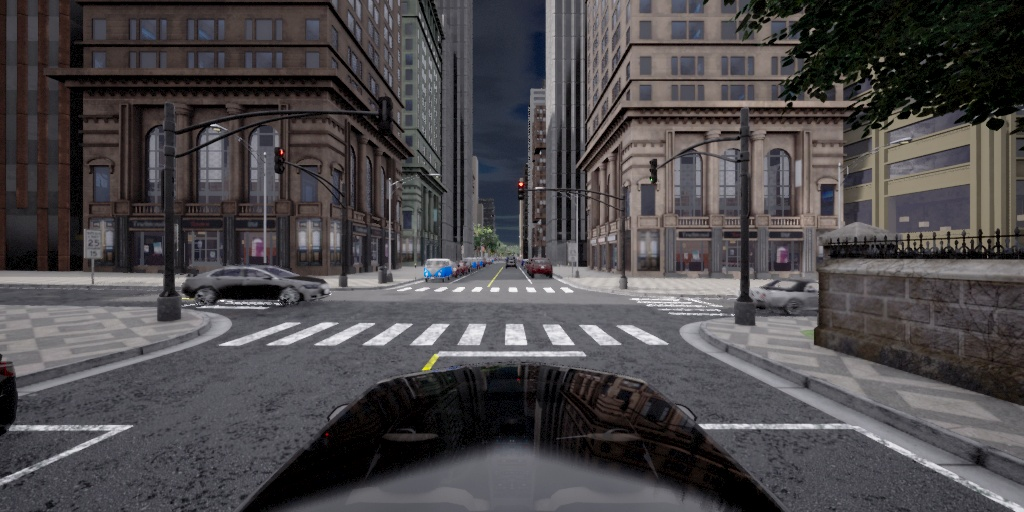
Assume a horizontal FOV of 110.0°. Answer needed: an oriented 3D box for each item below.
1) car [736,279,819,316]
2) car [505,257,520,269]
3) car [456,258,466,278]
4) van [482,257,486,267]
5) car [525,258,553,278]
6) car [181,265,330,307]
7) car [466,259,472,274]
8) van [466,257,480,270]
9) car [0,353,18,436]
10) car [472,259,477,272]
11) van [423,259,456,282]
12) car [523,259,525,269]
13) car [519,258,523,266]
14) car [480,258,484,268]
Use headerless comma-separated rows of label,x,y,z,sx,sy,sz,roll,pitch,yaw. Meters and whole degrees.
car,11.550,1.570,13.843,4.718,1.301,1.895,1,0,0
car,-0.099,1.312,59.049,1.837,1.490,4.892,0,0,1
car,-5.847,1.210,33.829,1.967,1.591,4.097,0,0,0
van,-5.919,1.151,61.035,1.690,1.789,3.998,0,0,0
car,2.678,1.085,33.860,2.192,1.841,5.009,0,0,0
car,-9.849,1.116,14.063,4.902,1.511,2.128,1,0,-7
car,-5.861,1.322,39.270,1.888,1.381,4.507,0,0,0
van,-5.890,1.134,50.153,1.690,1.789,3.998,0,0,0
car,-5.762,1.316,1.732,1.948,1.339,4.313,0,0,0
car,-5.876,1.351,44.711,1.948,1.339,4.313,0,0,0
van,-5.833,1.105,28.389,1.690,1.789,3.998,0,0,0
car,2.664,1.092,39.301,2.192,1.841,5.009,0,0,0
car,2.621,1.352,55.623,2.007,1.370,4.403,0,0,0
car,-5.904,1.347,55.594,1.888,1.381,4.507,0,0,0
